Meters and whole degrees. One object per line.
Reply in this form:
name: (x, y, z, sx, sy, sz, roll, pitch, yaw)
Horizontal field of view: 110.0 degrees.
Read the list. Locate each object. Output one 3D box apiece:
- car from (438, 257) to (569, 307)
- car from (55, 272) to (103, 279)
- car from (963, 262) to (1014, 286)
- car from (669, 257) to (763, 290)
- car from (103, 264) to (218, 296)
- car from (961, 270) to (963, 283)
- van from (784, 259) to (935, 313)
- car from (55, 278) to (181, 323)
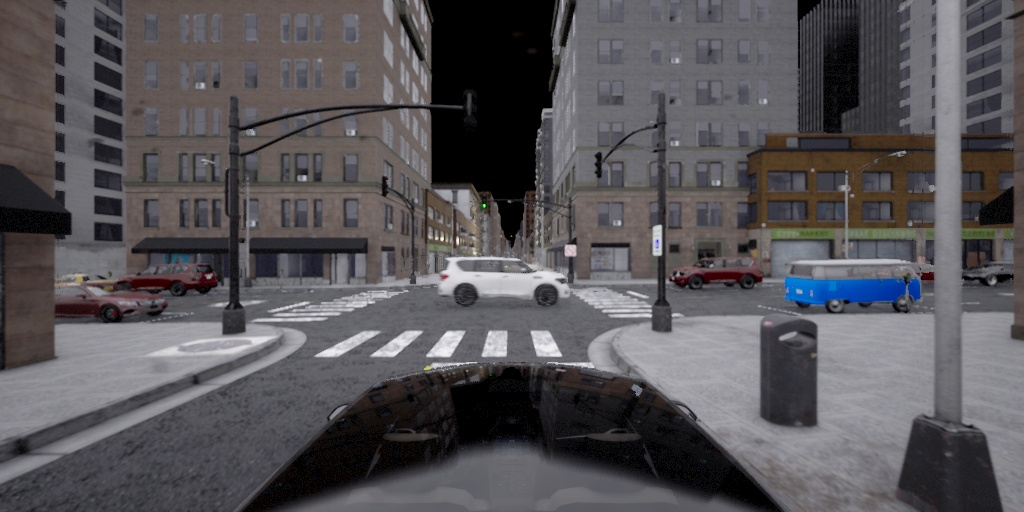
car: (-0.355, 1.056, 15.557, 5.566, 2.045, 2.150, 0, 0, 0)
car: (-26.019, 1.674, 21.249, 4.829, 1.417, 1.751, 0, 0, 0)
car: (28.924, 1.037, 21.386, 4.313, 1.339, 1.948, 0, 0, 0)
car: (12.097, 0.994, 21.344, 5.009, 1.841, 2.192, 0, 0, 0)
car: (-20.344, 1.393, 21.263, 5.009, 1.841, 2.192, 0, 0, 0)
car: (23.314, 1.086, 21.372, 4.507, 1.381, 1.888, 0, 0, 0)
van: (12.118, 1.026, 12.819, 3.998, 1.789, 1.690, 0, 0, 0)
car: (-14.818, 1.597, 12.752, 4.207, 1.307, 1.802, 0, 0, 0)
